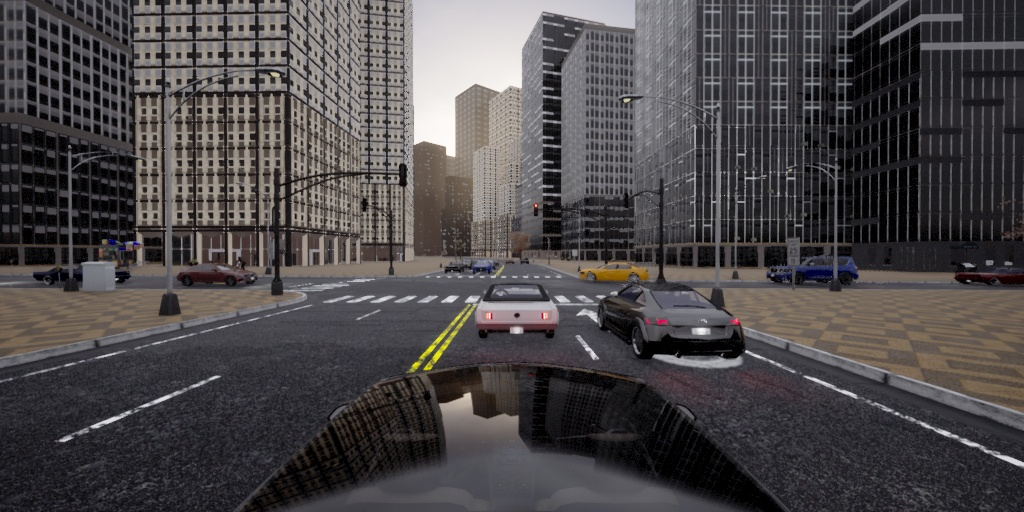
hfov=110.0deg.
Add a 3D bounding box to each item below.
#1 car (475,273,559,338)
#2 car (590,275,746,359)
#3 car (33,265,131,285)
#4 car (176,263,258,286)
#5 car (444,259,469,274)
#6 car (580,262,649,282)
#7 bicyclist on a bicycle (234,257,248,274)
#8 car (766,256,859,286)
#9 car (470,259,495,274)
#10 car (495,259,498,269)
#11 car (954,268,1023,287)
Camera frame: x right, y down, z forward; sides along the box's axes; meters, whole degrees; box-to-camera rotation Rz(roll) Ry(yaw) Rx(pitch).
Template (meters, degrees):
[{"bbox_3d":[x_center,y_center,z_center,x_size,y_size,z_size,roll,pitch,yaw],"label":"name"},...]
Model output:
[{"bbox_3d":[0.110,1.348,10.120,1.895,1.301,4.718,0,0,0],"label":"car"},{"bbox_3d":[3.363,1.312,8.403,1.994,1.385,4.181,0,0,0],"label":"car"},{"bbox_3d":[-28.566,1.225,23.965,4.718,1.301,1.895,0,0,1],"label":"car"},{"bbox_3d":[-19.457,1.193,23.724,4.674,1.442,1.812,0,0,1],"label":"car"},{"bbox_3d":[-6.550,1.318,41.403,1.895,1.301,4.718,0,0,0],"label":"car"},{"bbox_3d":[7.750,1.237,27.288,5.008,1.535,1.882,0,1,17],"label":"car"},{"bbox_3d":[-24.667,0.870,32.595,0.582,1.620,1.656,0,1,1],"label":"bicyclist on a bicycle"},{"bbox_3d":[21.819,1.051,26.144,5.566,2.045,2.150,0,0,2],"label":"car"},{"bbox_3d":[-3.298,1.196,40.730,1.882,1.535,5.008,0,0,0],"label":"car"},{"bbox_3d":[-3.285,1.226,50.185,1.812,1.442,4.674,0,0,0],"label":"car"},{"bbox_3d":[35.190,1.493,25.838,4.718,1.301,1.895,0,0,1],"label":"car"}]
